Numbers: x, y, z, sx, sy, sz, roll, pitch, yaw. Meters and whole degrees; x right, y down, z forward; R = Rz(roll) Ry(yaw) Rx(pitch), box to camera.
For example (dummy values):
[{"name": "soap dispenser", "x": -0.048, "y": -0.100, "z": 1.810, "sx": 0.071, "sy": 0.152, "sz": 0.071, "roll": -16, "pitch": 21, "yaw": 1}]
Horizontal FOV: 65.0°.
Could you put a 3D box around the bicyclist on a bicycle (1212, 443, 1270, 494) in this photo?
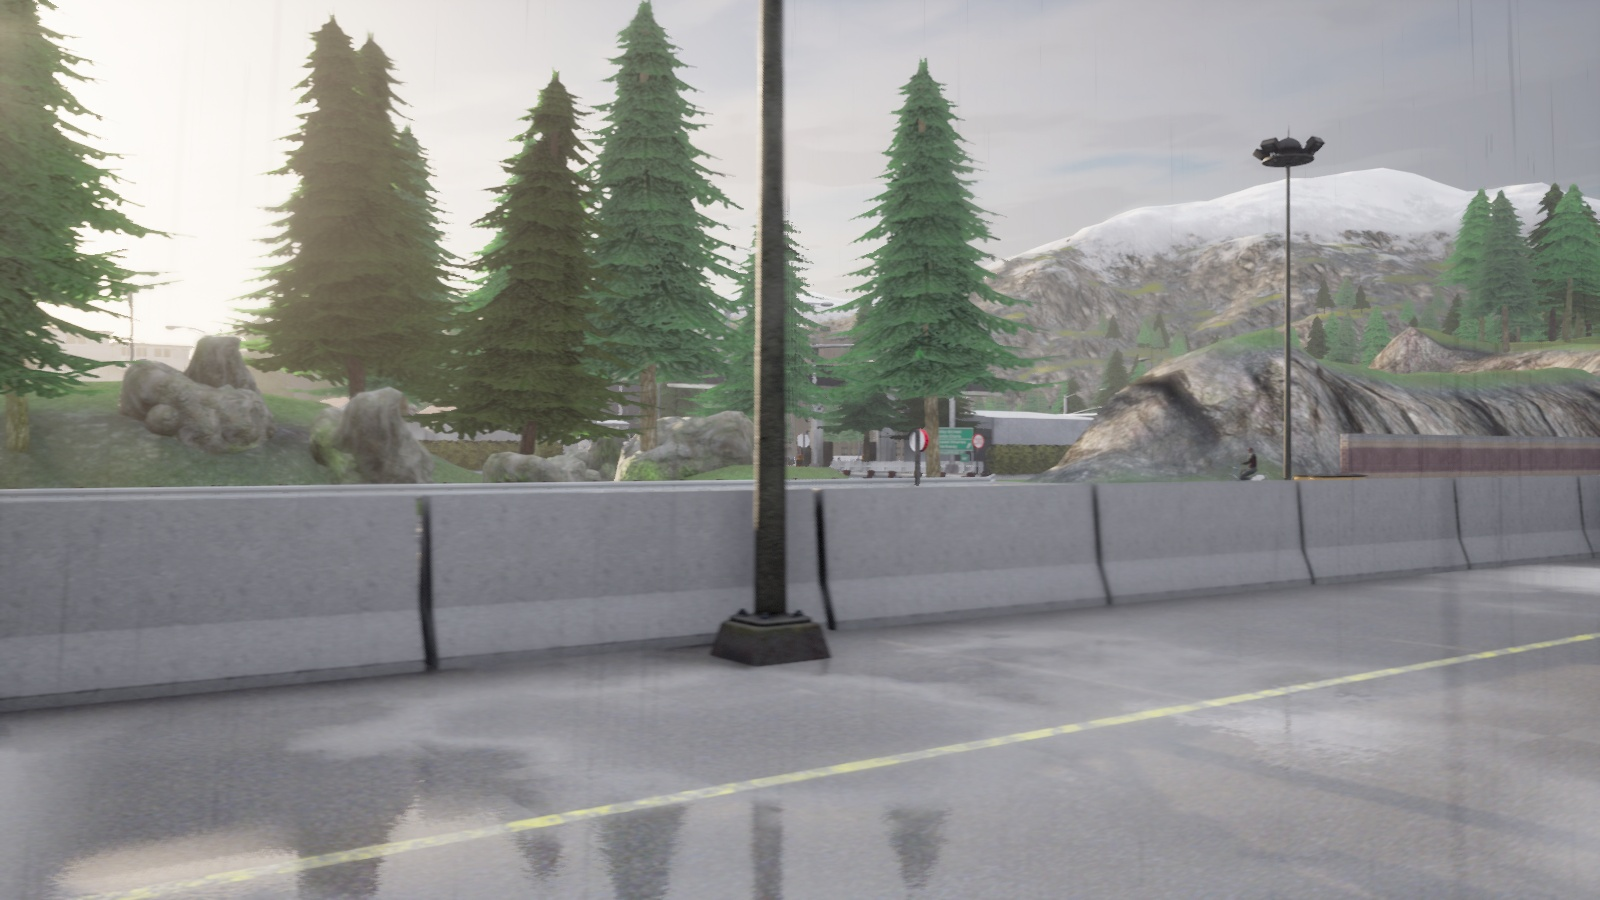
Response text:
[{"name": "bicyclist on a bicycle", "x": 16.202, "y": 0.682, "z": 46.163, "sx": 1.843, "sy": 1.776, "sz": 0.659, "roll": 2, "pitch": -1, "yaw": 31}]

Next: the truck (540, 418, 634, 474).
[{"name": "truck", "x": -13.865, "y": -0.187, "z": 81.264, "sx": 2.891, "sy": 3.462, "sz": 7.936, "roll": 0, "pitch": -1, "yaw": -35}]
